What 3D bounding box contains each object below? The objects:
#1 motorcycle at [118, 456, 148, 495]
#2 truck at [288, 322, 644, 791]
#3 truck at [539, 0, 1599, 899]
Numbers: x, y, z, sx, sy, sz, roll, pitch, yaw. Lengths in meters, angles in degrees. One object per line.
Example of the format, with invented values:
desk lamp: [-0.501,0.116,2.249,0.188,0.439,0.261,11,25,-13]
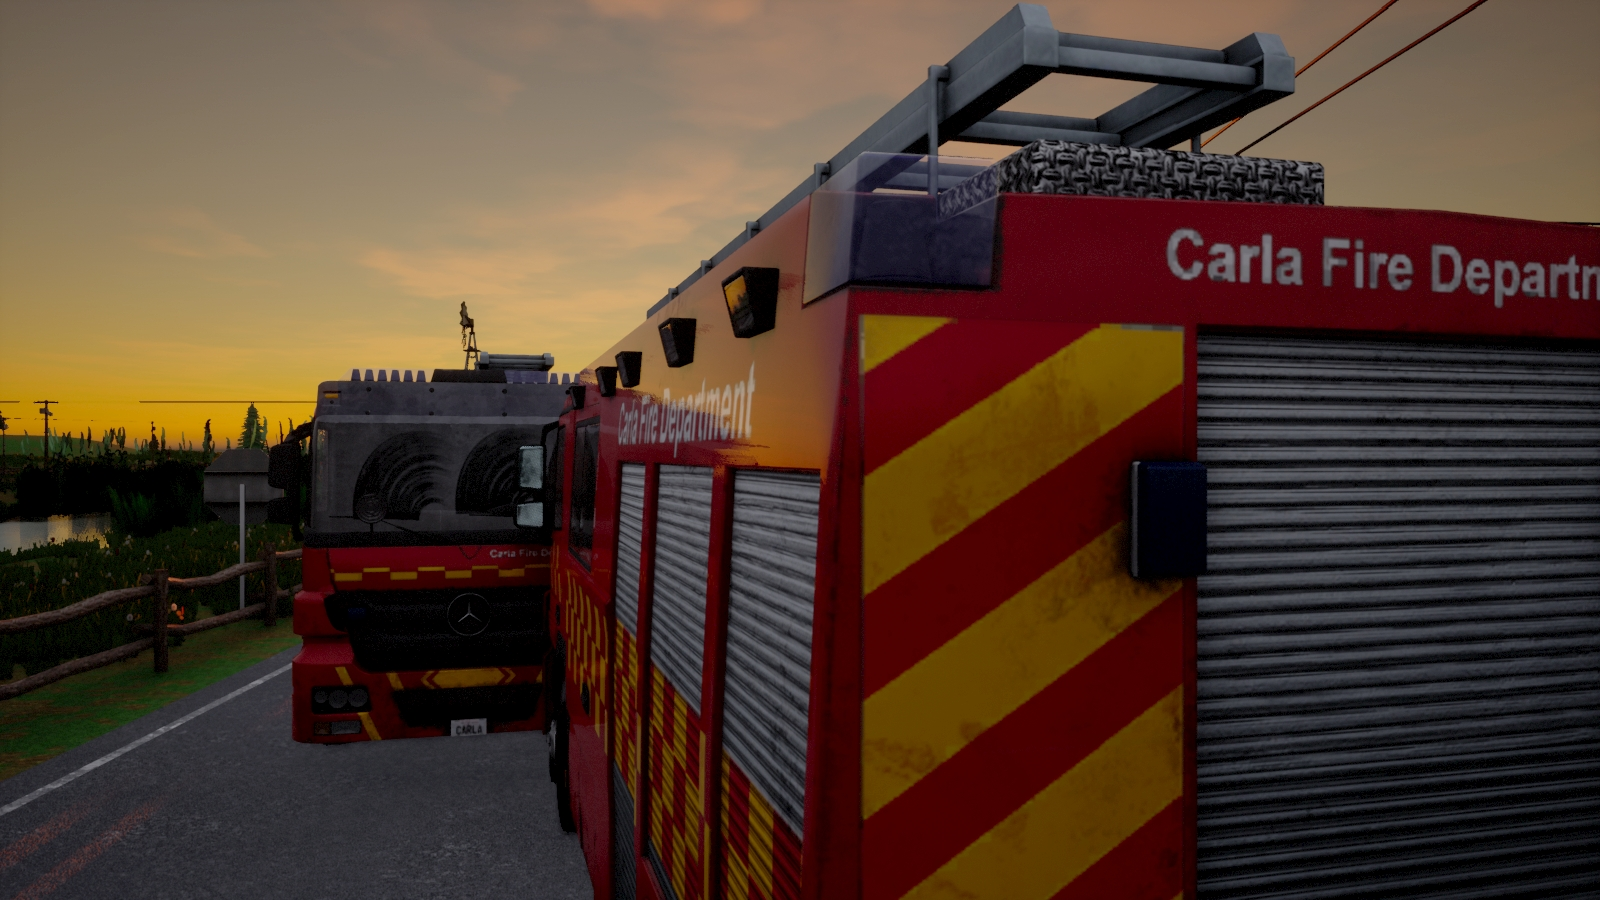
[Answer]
motorcycle: [-41.468,1.577,71.039,0.803,2.348,2.033,0,0,-4]
truck: [-3.938,0.862,13.793,2.891,3.827,8.468,0,0,-16]
truck: [0.141,0.867,6.871,2.891,3.827,8.468,0,0,-16]
